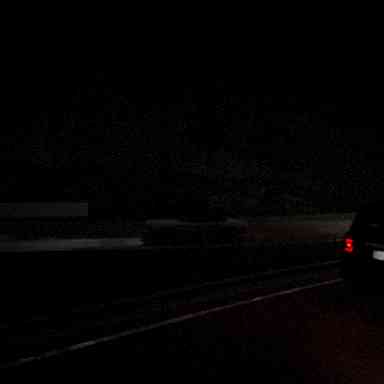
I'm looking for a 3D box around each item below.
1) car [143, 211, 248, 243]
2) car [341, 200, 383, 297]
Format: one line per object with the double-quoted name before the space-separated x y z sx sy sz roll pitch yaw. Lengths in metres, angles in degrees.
"car" 0.099 1.575 15.636 4.718 1.301 1.895 0 0 -11
"car" 5.647 1.195 7.133 5.566 2.045 2.150 0 0 -29
